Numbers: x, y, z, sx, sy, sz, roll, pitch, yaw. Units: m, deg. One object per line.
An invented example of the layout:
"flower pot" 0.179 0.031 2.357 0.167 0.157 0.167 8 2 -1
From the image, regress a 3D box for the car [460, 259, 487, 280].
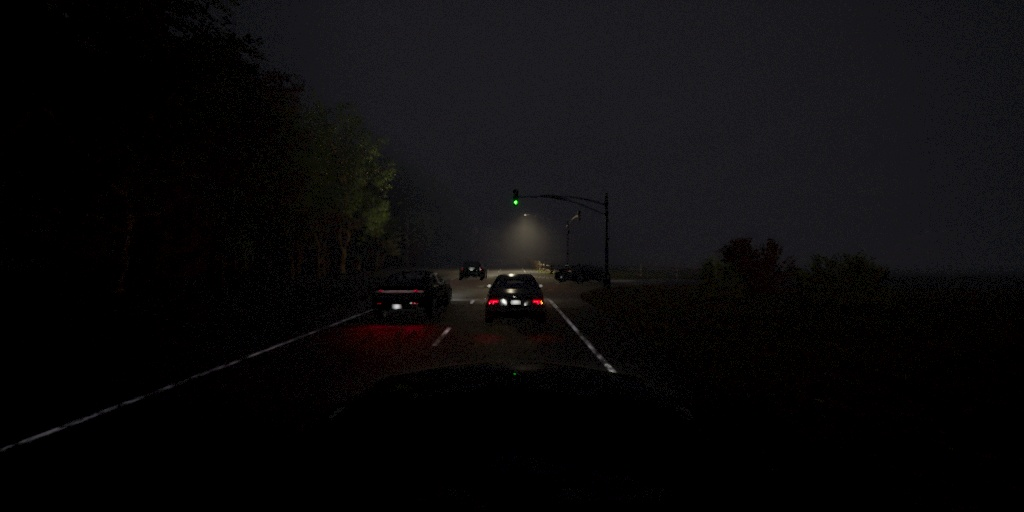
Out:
"car" -3.401 1.169 32.258 2.097 1.767 4.553 0 0 0

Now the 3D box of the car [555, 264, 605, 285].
"car" 5.367 1.311 27.079 4.902 1.511 2.128 1 -2 -41

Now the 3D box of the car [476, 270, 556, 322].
"car" 0.109 1.321 12.306 2.033 1.411 5.357 0 0 0

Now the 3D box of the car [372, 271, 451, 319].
"car" -3.394 1.267 12.921 2.128 1.511 4.902 0 0 0
